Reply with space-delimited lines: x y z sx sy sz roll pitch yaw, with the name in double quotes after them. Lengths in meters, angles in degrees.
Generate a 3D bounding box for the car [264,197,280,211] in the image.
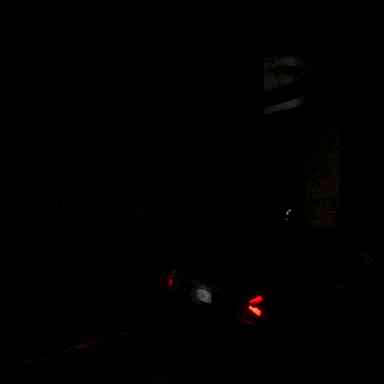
5.365 1.402 24.370 1.882 1.535 5.008 0 0 38 "car"

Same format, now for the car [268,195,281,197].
16.010 1.301 62.691 1.837 1.490 4.892 0 0 -24 "car"

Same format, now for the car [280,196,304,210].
7.898 1.264 22.013 2.097 1.767 4.553 0 0 38 "car"

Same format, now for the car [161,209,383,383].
1.782 1.332 5.617 4.553 1.767 2.097 0 0 -40 "car"
